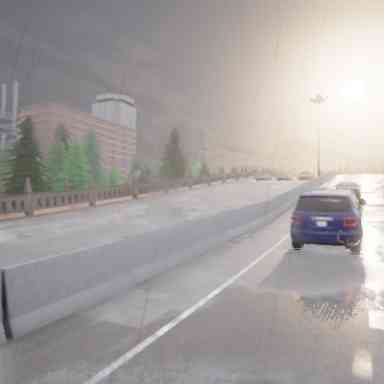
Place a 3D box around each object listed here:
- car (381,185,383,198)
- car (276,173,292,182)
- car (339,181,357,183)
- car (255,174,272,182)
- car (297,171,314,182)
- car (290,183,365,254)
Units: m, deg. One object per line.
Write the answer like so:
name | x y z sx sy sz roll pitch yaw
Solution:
car | 15.674 -0.090 25.312 1.837 1.490 4.892 0 6 28
car | 15.523 -2.466 55.984 1.994 1.385 4.181 0 5 27
car | 12.743 -0.152 27.261 1.882 1.535 5.008 0 5 28
car | 12.344 -2.451 57.450 1.994 1.385 4.181 0 5 27
car | 18.546 -2.662 54.215 2.097 1.767 4.553 0 5 27
car | 5.207 0.904 12.561 2.150 2.045 5.566 0 3 28
